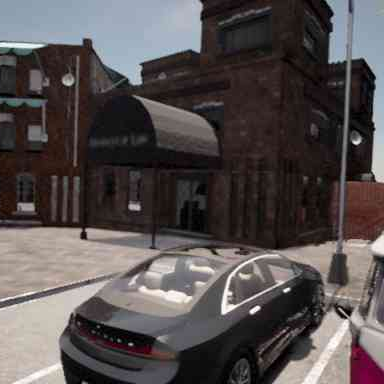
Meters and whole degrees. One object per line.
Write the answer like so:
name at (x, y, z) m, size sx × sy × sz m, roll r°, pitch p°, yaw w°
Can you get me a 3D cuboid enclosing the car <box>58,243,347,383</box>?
car at (0.524, 1.501, 4.900) m, size 2.231 × 1.521 × 4.892 m, roll 0°, pitch 0°, yaw 35°
